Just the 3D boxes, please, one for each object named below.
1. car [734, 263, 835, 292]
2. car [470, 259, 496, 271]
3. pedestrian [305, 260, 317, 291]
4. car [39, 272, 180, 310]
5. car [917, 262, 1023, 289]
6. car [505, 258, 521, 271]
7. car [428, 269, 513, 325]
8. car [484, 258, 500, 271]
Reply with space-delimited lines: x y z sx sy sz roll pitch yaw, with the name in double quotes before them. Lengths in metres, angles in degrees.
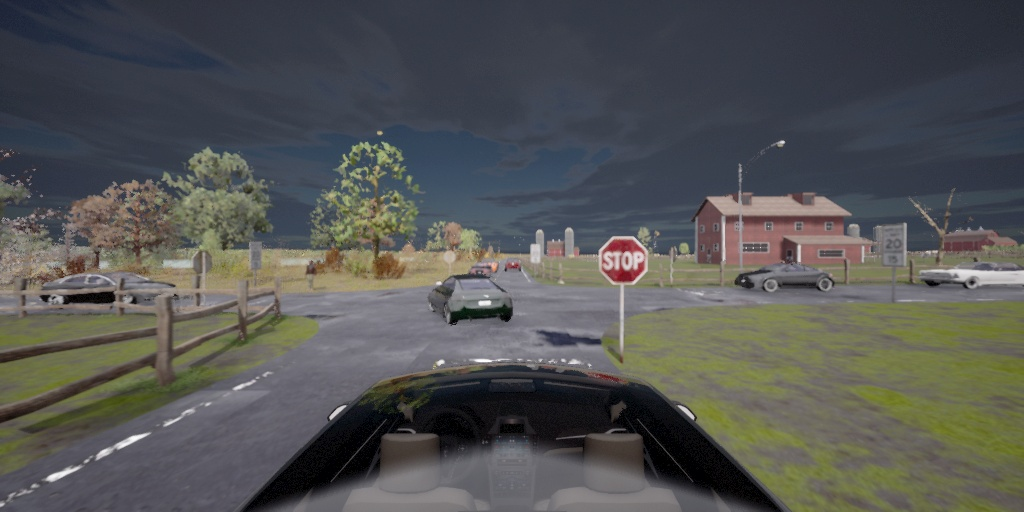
"car" 13.859 1.065 18.381 4.181 1.385 1.994 -1 1 1
"car" -2.835 1.278 33.284 1.994 1.385 4.181 0 0 0
"pedestrian" -12.155 1.142 21.613 0.375 1.860 0.375 0 1 0
"car" -17.460 1.460 15.702 4.902 1.511 2.128 -1 1 1
"car" 23.928 0.955 18.304 4.718 1.301 1.895 -1 1 0
"car" 0.105 1.049 48.395 2.097 1.767 4.553 0 0 0
"car" -1.521 1.312 12.026 1.994 1.385 4.181 0 0 -22
"car" -2.831 1.055 43.039 2.097 1.767 4.553 0 0 0
